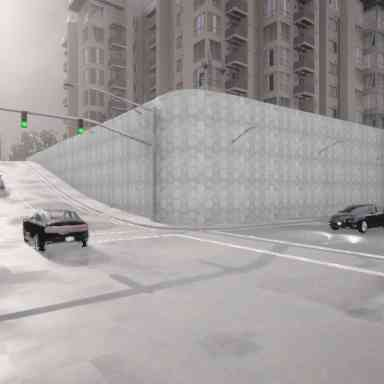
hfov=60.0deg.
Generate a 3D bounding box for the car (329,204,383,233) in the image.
[{"bbox_3d":[10.120,1.505,19.816,4.892,1.490,1.837,0,0,-36],"label":"car"}]

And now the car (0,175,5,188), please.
[{"bbox_3d":[-21.177,-1.354,35.385,1.812,1.442,4.674,0,12,-36],"label":"car"}]

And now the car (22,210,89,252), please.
[{"bbox_3d":[-5.887,1.494,14.113,2.128,1.511,4.902,0,0,-36],"label":"car"}]
